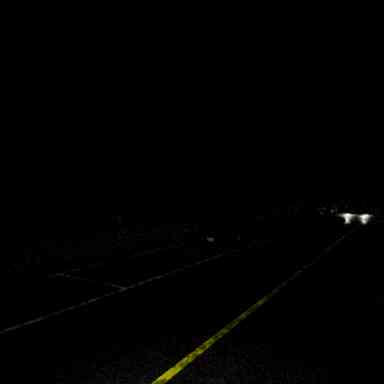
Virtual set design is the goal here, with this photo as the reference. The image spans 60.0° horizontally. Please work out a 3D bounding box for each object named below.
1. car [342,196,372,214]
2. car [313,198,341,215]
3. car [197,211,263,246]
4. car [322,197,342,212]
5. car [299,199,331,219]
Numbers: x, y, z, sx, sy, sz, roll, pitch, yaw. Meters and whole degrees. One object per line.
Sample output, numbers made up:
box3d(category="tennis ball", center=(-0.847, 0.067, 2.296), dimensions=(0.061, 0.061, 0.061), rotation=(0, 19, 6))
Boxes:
box3d(category="car", center=(17.963, 1.479, 36.023), dimensions=(1.882, 1.535, 5.008), rotation=(0, 0, 33))
box3d(category="car", center=(13.680, 1.568, 34.127), dimensions=(1.947, 1.339, 4.313), rotation=(0, 0, 32))
box3d(category="car", center=(1.917, 1.566, 15.417), dimensions=(1.947, 1.339, 4.313), rotation=(0, 0, 32))
box3d(category="car", center=(16.621, 1.442, 38.804), dimensions=(1.967, 1.590, 4.097), rotation=(0, 0, 32))
box3d(category="car", center=(10.740, 1.583, 29.450), dimensions=(1.802, 1.307, 4.206), rotation=(0, 0, 32))
